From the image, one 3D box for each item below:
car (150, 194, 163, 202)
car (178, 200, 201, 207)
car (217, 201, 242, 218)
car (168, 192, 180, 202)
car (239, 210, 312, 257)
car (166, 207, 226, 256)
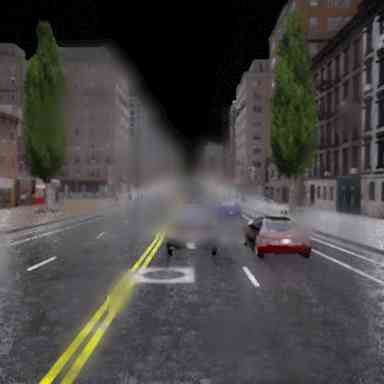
[{"bbox_3d":[-6.552,1.105,61.410,1.994,1.385,4.181,0,1,1],"label":"car"},{"bbox_3d":[-0.006,1.637,27.477,2.033,1.411,5.357,0,0,0],"label":"car"},{"bbox_3d":[3.263,1.556,29.210,1.882,1.535,5.008,0,1,0],"label":"car"},{"bbox_3d":[-3.304,0.889,61.498,2.097,1.767,4.553,0,2,0],"label":"car"},{"bbox_3d":[3.266,1.664,13.436,1.994,1.385,4.181,0,0,1],"label":"car"},{"bbox_3d":[0.017,1.593,13.507,2.128,1.511,4.902,0,0,1],"label":"car"}]
